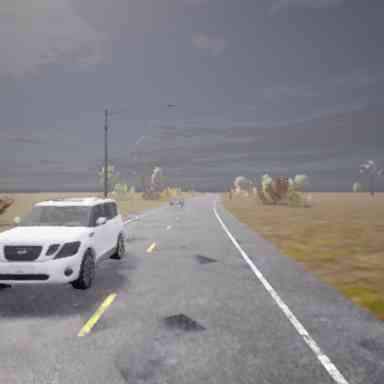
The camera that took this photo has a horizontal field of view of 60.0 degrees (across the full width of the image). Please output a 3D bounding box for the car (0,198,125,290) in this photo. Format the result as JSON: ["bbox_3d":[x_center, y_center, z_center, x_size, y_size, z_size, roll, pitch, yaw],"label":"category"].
[{"bbox_3d":[-3.408,1.209,9.402,2.150,2.045,5.566,0,0,1],"label":"car"}]

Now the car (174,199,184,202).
[{"bbox_3d":[-2.086,1.317,47.742,2.128,1.511,4.902,0,0,3],"label":"car"}]
